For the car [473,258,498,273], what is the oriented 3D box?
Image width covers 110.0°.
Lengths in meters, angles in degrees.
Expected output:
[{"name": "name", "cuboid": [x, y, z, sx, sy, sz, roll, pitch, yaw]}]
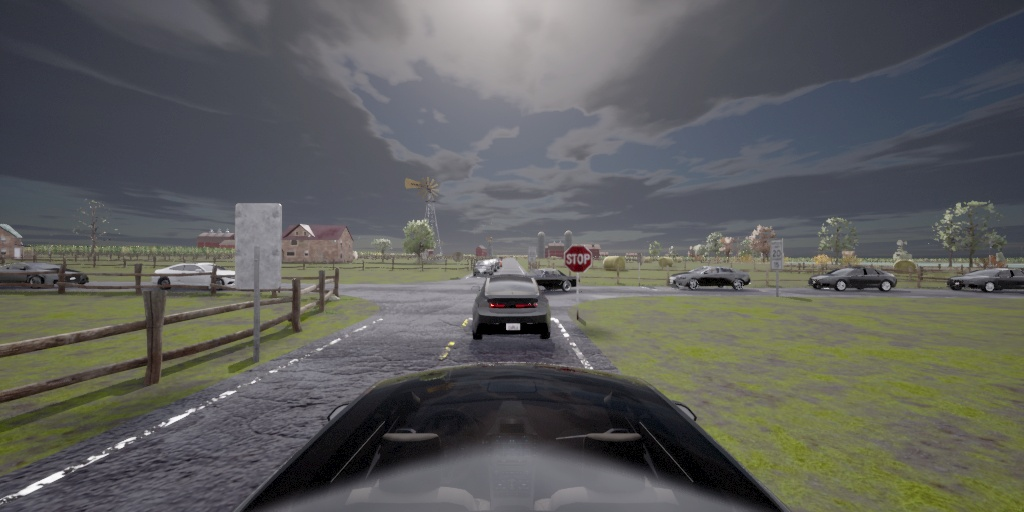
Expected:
[{"name": "car", "cuboid": [-2.870, 1.243, 36.717, 2.128, 1.511, 4.902, 0, 0, 0]}]

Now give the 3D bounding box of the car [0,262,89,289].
[{"name": "car", "cuboid": [-26.369, 1.048, 19.858, 4.181, 1.385, 1.994, 1, -1, -1]}]

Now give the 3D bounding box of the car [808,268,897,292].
[{"name": "car", "cuboid": [22.194, 1.499, 23.483, 4.892, 1.490, 1.837, 1, -1, -1]}]

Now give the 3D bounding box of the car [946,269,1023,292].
[{"name": "car", "cuboid": [31.696, 1.587, 23.606, 4.892, 1.490, 1.837, 1, -1, -1]}]

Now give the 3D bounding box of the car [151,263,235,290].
[{"name": "car", "cuboid": [-17.249, 1.104, 19.982, 4.674, 1.442, 1.812, 1, -1, -1]}]

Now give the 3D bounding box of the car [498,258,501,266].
[{"name": "car", "cuboid": [-2.865, 1.241, 46.162, 2.128, 1.511, 4.902, 0, 0, 0]}]

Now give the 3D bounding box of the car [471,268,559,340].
[{"name": "car", "cuboid": [-0.076, 1.256, 10.031, 1.837, 1.490, 4.892, 0, 0, -2]}]

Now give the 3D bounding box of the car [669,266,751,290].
[{"name": "car", "cuboid": [12.792, 1.396, 23.309, 4.902, 1.511, 2.128, 1, -1, -2]}]

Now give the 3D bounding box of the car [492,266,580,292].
[{"name": "car", "cuboid": [1.494, 1.369, 20.077, 4.718, 1.301, 1.895, 1, 0, -35]}]
